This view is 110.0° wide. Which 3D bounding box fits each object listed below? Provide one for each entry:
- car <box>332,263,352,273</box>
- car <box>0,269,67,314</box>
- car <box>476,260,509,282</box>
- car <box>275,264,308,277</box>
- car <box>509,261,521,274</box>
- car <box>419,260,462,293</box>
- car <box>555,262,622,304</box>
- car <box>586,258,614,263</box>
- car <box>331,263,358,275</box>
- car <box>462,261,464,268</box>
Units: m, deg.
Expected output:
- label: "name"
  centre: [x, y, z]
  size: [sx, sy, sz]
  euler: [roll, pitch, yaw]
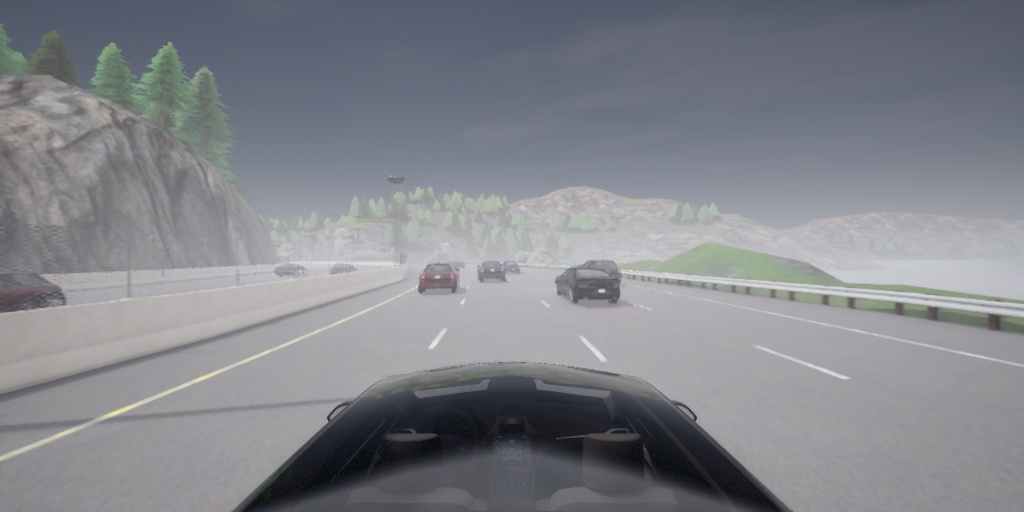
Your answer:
- label: "car"
  centre: [-24.984, 1.706, 52.716]
  size: [1.994, 1.385, 4.181]
  euler: [-1, 0, -16]
- label: "car"
  centre: [-17.880, 1.352, 11.584]
  size: [2.097, 1.767, 4.553]
  euler: [-1, 0, -3]
- label: "car"
  centre: [-1.857, 1.156, 30.152]
  size: [2.097, 1.767, 4.553]
  euler: [-1, 0, -9]
- label: "car"
  centre: [-25.736, 1.684, 42.106]
  size: [2.033, 1.411, 5.357]
  euler: [-1, 0, -13]
- label: "car"
  centre: [-0.331, 1.322, 41.942]
  size: [1.812, 1.442, 4.674]
  euler: [0, 0, -13]
- label: "car"
  centre: [-4.308, 1.180, 21.705]
  size: [2.097, 1.767, 4.553]
  euler: [-1, 0, -6]
- label: "car"
  centre: [3.233, 1.199, 16.211]
  size: [1.882, 1.535, 5.008]
  euler: [0, 0, -5]
- label: "car"
  centre: [5.883, 1.048, 25.107]
  size: [2.097, 1.767, 4.553]
  euler: [-1, 0, -7]
- label: "car"
  centre: [-17.728, 1.551, 38.168]
  size: [1.812, 1.442, 4.674]
  euler: [-1, 0, -11]
- label: "car"
  centre: [-9.716, 1.422, 63.238]
  size: [1.882, 1.535, 5.008]
  euler: [0, 0, -19]
